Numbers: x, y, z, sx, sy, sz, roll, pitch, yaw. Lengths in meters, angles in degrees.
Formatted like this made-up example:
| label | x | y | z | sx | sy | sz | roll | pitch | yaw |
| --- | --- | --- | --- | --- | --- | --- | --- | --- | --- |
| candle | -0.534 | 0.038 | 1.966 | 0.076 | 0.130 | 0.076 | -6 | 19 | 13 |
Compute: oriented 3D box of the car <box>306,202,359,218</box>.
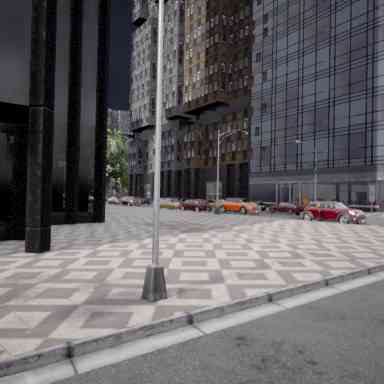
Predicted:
| label | x | y | z | sx | sy | sz | roll | pitch | yaw |
| --- | --- | --- | --- | --- | --- | --- | --- | --- | --- |
| car | 13.678 | 1.726 | 32.585 | 1.947 | 1.339 | 4.313 | 2 | -1 | -35 |

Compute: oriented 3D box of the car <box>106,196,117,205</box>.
| label | x | y | z | sx | sy | sz | roll | pitch | yaw |
| --- | --- | --- | --- | --- | --- | --- | --- | --- | --- |
| car | -12.358 | 1.533 | 54.473 | 1.802 | 1.307 | 4.206 | 2 | -1 | -35 |

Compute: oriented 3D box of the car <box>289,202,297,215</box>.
| label | x | y | z | sx | sy | sz | roll | pitch | yaw |
| --- | --- | --- | --- | --- | --- | --- | --- | --- | --- |
| car | 10.698 | 1.481 | 26.672 | 1.882 | 1.535 | 5.008 | 2 | -1 | -36 |

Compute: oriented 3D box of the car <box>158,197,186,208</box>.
| label | x | y | z | sx | sy | sz | roll | pitch | yaw |
| --- | --- | --- | --- | --- | --- | --- | --- | --- | --- |
| car | -3.210 | 1.594 | 51.630 | 2.128 | 1.511 | 4.902 | 2 | -1 | -35 |

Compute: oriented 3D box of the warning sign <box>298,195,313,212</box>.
| label | x | y | z | sx | sy | sz | roll | pitch | yaw |
| --- | --- | --- | --- | --- | --- | --- | --- | --- | --- |
| warning sign | 12.855 | 1.339 | 37.739 | 1.300 | 1.860 | 1.060 | 2 | -1 | -35 |

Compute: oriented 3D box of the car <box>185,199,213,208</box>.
| label | x | y | z | sx | sy | sz | roll | pitch | yaw |
| --- | --- | --- | --- | --- | --- | --- | --- | --- | --- |
| car | 0.954 | 1.724 | 50.467 | 2.008 | 1.369 | 4.403 | 2 | -1 | -35 |

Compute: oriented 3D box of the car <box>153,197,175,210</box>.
| label | x | y | z | sx | sy | sz | roll | pitch | yaw |
| --- | --- | --- | --- | --- | --- | --- | --- | --- | --- |
| car | -2.713 | 1.470 | 40.922 | 1.752 | 1.417 | 4.829 | 2 | -1 | -35 |

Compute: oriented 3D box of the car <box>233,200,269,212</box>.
| label | x | y | z | sx | sy | sz | roll | pitch | yaw |
| --- | --- | --- | --- | --- | --- | --- | --- | --- | --- |
| car | 7.316 | 1.732 | 41.526 | 1.947 | 1.339 | 4.313 | 2 | -1 | -35 |

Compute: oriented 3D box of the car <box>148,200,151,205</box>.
| label | x | y | z | sx | sy | sz | roll | pitch | yaw |
| --- | --- | --- | --- | --- | --- | --- | --- | --- | --- |
| car | -5.409 | 1.727 | 59.408 | 2.008 | 1.369 | 4.403 | 2 | -1 | -35 |

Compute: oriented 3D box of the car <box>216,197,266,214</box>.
| label | x | y | z | sx | sy | sz | roll | pitch | yaw |
| --- | --- | --- | --- | --- | --- | --- | --- | --- | --- |
| car | 5.073 | 1.361 | 34.581 | 2.097 | 1.767 | 4.553 | 2 | -1 | -35 |

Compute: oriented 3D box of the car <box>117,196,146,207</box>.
| label | x | y | z | sx | sy | sz | roll | pitch | yaw |
| --- | --- | --- | --- | --- | --- | --- | --- | --- | --- |
| car | -9.173 | 1.390 | 50.004 | 1.967 | 1.590 | 4.097 | 2 | -1 | -35 |

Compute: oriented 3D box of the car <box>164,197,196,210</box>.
| label | x | y | z | sx | sy | sz | roll | pitch | yaw |
| --- | --- | --- | --- | --- | --- | --- | --- | --- | --- |
| car | -1.674 | 1.516 | 44.080 | 1.837 | 1.490 | 4.892 | 2 | 0 | -35 |

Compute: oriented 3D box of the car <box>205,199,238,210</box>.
| label | x | y | z | sx | sy | sz | roll | pitch | yaw |
| --- | --- | --- | --- | --- | --- | --- | --- | --- | --- |
| car | 4.037 | 1.695 | 46.136 | 1.752 | 1.417 | 4.829 | 2 | -1 | -35 |

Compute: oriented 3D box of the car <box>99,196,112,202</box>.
| label | x | y | z | sx | sy | sz | roll | pitch | yaw |
| --- | --- | --- | --- | --- | --- | --- | --- | --- | --- |
| car | -21.316 | 1.757 | 81.760 | 1.802 | 1.307 | 4.206 | 2 | -1 | -35 |

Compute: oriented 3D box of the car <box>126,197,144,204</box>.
| label | x | y | z | sx | sy | sz | roll | pitch | yaw |
| --- | --- | --- | --- | --- | --- | --- | --- | --- | --- |
| car | -11.772 | 1.742 | 68.349 | 1.947 | 1.339 | 4.313 | 2 | -1 | -35 |

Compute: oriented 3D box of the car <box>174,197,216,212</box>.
| label | x | y | z | sx | sy | sz | roll | pitch | yaw |
| --- | --- | --- | --- | --- | --- | --- | --- | --- | --- |
| car | 0.370 | 1.486 | 36.589 | 1.887 | 1.381 | 4.507 | 2 | -1 | -35 |

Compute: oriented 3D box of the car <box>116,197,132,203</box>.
| label | x | y | z | sx | sy | sz | roll | pitch | yaw |
| --- | --- | --- | --- | --- | --- | --- | --- | --- | --- |
| car | -14.953 | 1.742 | 72.819 | 1.947 | 1.339 | 4.313 | 2 | -1 | -35 |

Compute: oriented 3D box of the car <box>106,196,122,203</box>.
| label | x | y | z | sx | sy | sz | roll | pitch | yaw |
| --- | --- | --- | --- | --- | --- | --- | --- | --- | --- |
| car | -18.232 | 1.701 | 77.429 | 1.752 | 1.417 | 4.829 | 2 | -1 | -35 |

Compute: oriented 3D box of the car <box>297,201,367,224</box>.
| label | x | y | z | sx | sy | sz | roll | pitch | yaw |
| --- | --- | --- | --- | --- | --- | --- | --- | --- | --- |
| car | 9.900 | 1.371 | 23.203 | 1.967 | 1.590 | 4.097 | 2 | -1 | -36 |

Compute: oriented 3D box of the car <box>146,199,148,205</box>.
| label | x | y | z | sx | sy | sz | roll | pitch | yaw |
| --- | --- | --- | --- | --- | --- | --- | --- | --- | --- |
| car | -9.296 | 1.705 | 60.105 | 1.895 | 1.301 | 4.718 | 2 | -1 | -35 |

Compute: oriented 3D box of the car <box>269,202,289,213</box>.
| label | x | y | z | sx | sy | sz | roll | pitch | yaw |
| --- | --- | --- | --- | --- | --- | --- | --- | --- | --- |
| car | 10.497 | 1.745 | 37.055 | 1.802 | 1.307 | 4.206 | 2 | -1 | -35 |
